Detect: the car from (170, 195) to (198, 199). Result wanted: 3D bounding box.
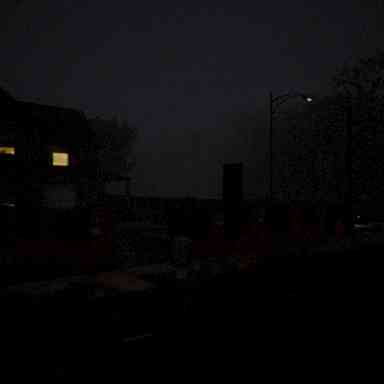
[{"bbox_3d":[-0.210,1.227,39.887,2.097,1.767,4.553,0,0,-36],"label":"car"}]

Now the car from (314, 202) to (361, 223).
[{"bbox_3d":[10.324,1.472,25.232,1.812,1.442,4.674,0,0,-36],"label":"car"}]

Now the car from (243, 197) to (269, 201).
[{"bbox_3d":[5.009,1.437,32.629,1.812,1.442,4.674,0,0,-36],"label":"car"}]

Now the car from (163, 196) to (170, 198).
[{"bbox_3d":[-4.736,1.411,57.671,1.895,1.301,4.718,0,0,-36],"label":"car"}]

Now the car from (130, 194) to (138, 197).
[{"bbox_3d":[-12.838,1.238,68.945,2.128,1.511,4.902,0,0,-36],"label":"car"}]
